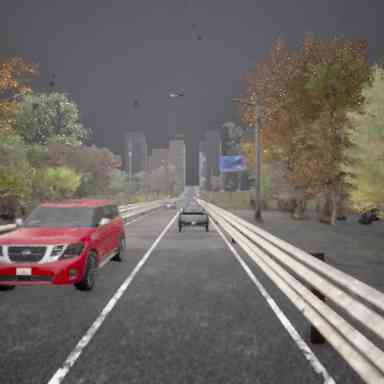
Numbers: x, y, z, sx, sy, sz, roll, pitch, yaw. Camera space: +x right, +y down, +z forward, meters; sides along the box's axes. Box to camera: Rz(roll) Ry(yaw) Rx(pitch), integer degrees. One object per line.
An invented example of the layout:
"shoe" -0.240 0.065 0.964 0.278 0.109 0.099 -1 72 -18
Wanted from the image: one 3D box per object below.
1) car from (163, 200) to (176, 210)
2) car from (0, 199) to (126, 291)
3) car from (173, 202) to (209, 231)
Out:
"car" -3.337 1.912 50.465 2.128 1.511 4.902 0 -1 0
"car" -3.351 1.245 9.385 2.150 2.045 5.566 0 0 0
"car" 0.095 1.596 21.428 2.128 1.511 4.902 0 -1 0
